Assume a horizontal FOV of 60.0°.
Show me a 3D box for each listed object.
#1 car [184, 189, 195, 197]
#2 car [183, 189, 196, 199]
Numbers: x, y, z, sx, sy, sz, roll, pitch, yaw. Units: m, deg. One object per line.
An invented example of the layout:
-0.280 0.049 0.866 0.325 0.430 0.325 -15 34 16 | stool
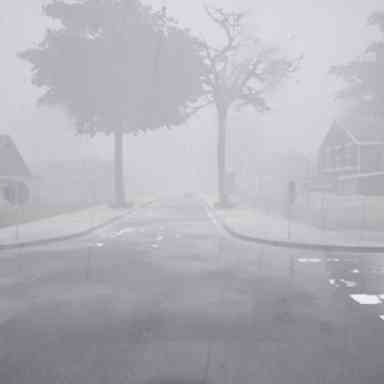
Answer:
-0.491 0.162 61.655 1.895 1.301 4.718 0 1 0 | car
-0.411 0.320 51.624 1.812 1.442 4.674 0 1 0 | car
